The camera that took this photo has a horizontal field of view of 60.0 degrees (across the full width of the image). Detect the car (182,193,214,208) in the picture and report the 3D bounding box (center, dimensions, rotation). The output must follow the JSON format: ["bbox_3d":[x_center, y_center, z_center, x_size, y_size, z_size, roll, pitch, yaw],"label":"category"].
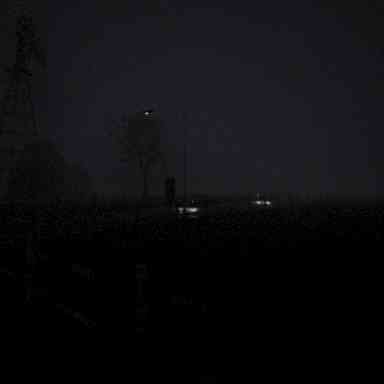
[{"bbox_3d":[0.754,0.953,38.473,1.837,1.490,4.892,2,2,35],"label":"car"}]

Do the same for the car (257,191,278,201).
[{"bbox_3d":[12.384,0.561,54.680,2.097,1.767,4.553,2,2,35],"label":"car"}]
